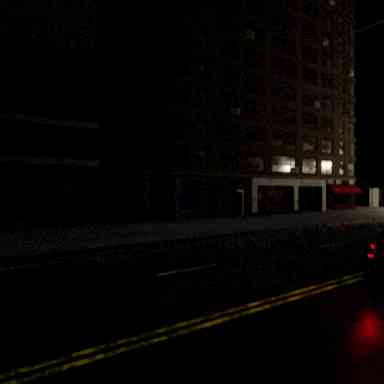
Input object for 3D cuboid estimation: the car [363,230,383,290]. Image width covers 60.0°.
[{"bbox_3d":[6.030,1.302,7.739,4.553,1.767,2.097,0,0,-35],"label":"car"}]
